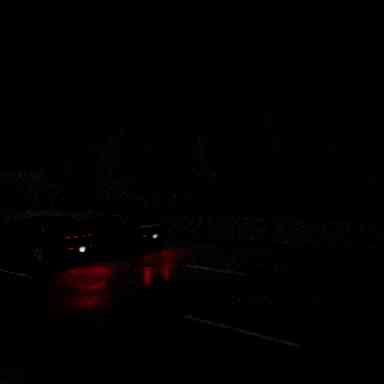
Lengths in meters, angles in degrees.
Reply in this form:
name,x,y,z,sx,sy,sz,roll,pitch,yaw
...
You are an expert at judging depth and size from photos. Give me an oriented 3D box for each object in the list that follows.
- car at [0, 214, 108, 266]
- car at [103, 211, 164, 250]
name,x,y,z,sx,sy,sz,roll,pitch,yaw
car,-5.545,1.647,12.243,4.892,1.490,1.837,-1,-1,35
car,-3.487,1.633,15.074,4.902,1.511,2.128,-1,-1,35
